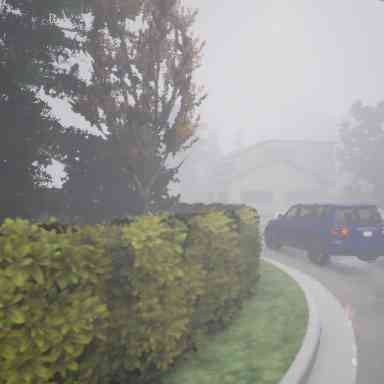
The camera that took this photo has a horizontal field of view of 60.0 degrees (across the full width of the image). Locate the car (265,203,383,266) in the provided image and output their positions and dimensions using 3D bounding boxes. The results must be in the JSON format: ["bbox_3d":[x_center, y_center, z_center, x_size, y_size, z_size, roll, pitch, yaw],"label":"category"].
[{"bbox_3d":[4.767,1.427,12.706,2.150,2.045,5.566,0,-1,-12],"label":"car"}]
